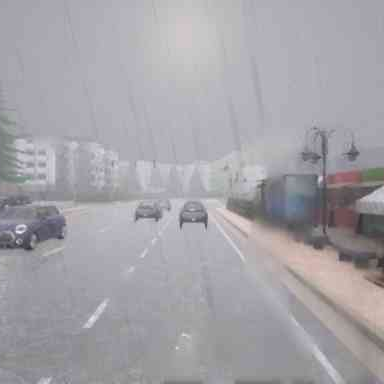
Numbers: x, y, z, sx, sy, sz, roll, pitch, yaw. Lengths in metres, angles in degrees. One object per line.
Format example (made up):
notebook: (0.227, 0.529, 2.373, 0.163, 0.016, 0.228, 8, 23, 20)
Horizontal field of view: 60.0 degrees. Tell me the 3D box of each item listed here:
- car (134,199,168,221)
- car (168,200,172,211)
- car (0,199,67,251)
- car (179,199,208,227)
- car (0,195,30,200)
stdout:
car: (-3.395, 1.495, 26.685, 2.128, 1.511, 4.902, 0, 0, 0)
car: (-3.521, 1.552, 40.938, 2.033, 1.411, 5.357, 0, 0, -1)
car: (-7.070, 1.354, 14.133, 2.097, 1.767, 4.553, 0, 0, 0)
car: (0.105, 1.494, 22.817, 2.128, 1.511, 4.902, 0, 0, 0)
car: (-10.579, 1.221, 17.976, 2.150, 2.045, 5.566, 0, 0, 0)
